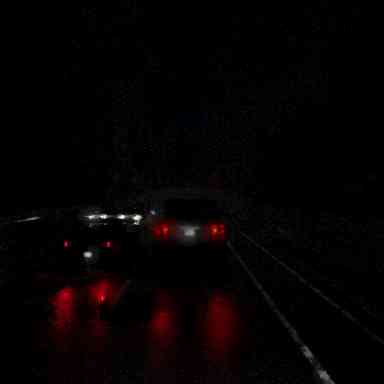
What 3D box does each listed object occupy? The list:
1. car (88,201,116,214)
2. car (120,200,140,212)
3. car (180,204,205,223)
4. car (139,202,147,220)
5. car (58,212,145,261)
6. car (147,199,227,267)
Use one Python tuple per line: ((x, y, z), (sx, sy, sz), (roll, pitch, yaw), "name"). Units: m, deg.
((-9.857, 1.683, 36.890), (2.033, 1.411, 5.357), (0, 0, 0), "car")
((-6.604, 1.613, 36.853), (1.882, 1.535, 5.008), (0, 0, 0), "car")
((0.059, 1.716, 27.443), (1.895, 1.301, 4.718), (0, 0, 0), "car")
((-3.179, 1.684, 29.527), (1.994, 1.385, 4.181), (0, 0, 0), "car")
((-3.189, 1.650, 12.470), (1.895, 1.301, 4.718), (0, 0, 0), "car")
((0.040, 1.262, 11.754), (2.150, 2.045, 5.566), (0, -1, 2), "car")
